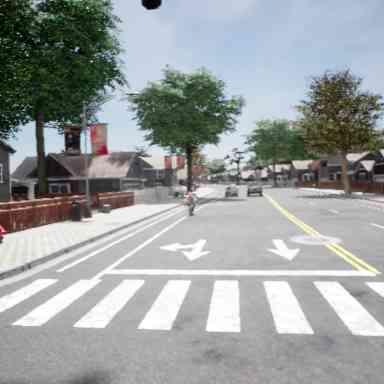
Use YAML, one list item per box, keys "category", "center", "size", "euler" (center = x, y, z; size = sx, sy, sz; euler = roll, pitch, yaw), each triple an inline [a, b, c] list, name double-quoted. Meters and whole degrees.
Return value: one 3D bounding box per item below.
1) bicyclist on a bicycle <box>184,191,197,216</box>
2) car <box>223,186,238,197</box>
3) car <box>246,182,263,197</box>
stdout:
- category: "bicyclist on a bicycle"
  center: [-0.094, 0.773, 22.157]
  size: [0.866, 1.612, 1.509]
  euler: [-1, 2, 7]
- category: "car"
  center: [5.722, -0.078, 48.130]
  size: [1.812, 1.442, 4.674]
  euler: [-1, 2, 10]
- category: "car"
  center: [8.918, -0.458, 47.589]
  size: [2.150, 2.045, 5.566]
  euler: [-1, 2, 10]
